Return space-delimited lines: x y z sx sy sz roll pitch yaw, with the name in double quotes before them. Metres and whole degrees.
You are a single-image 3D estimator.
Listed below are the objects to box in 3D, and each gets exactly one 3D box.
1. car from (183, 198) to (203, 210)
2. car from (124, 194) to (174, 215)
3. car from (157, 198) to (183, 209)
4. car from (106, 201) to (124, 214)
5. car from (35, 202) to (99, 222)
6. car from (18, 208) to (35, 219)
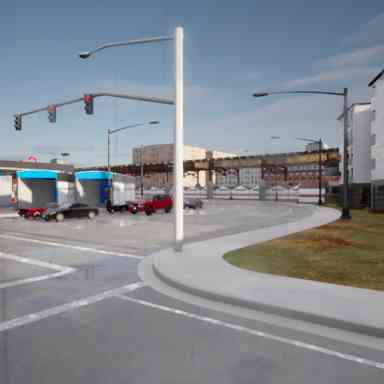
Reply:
"car" 0.120 1.542 44.101 2.033 1.411 5.357 0 0 16
"car" -4.130 1.217 34.417 2.150 2.045 5.566 0 0 30
"car" -2.956 1.542 46.029 2.033 1.411 5.357 0 0 15
"car" -7.111 1.596 36.220 1.895 1.301 4.718 0 0 30
"car" -9.592 1.521 26.479 1.812 1.442 4.674 0 0 36
"car" -12.295 1.596 28.661 1.895 1.301 4.718 0 0 37
